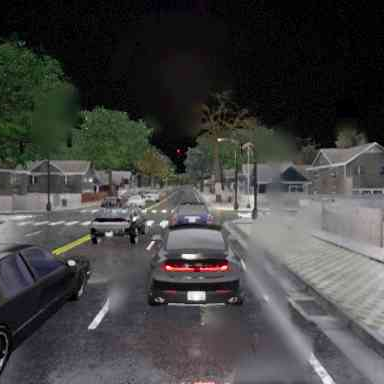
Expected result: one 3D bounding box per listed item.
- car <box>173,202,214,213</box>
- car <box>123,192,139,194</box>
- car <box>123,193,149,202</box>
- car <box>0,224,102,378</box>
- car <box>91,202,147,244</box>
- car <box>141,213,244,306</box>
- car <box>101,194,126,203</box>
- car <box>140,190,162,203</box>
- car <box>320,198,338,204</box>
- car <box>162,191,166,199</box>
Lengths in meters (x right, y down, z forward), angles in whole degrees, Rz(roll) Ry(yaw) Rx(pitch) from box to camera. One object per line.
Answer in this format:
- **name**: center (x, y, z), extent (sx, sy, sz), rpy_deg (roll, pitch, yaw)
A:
- **car**: center (0.073, 1.278, 17.052), extent (2.097, 1.767, 4.553), rpy_deg (0, 0, 2)
- **car**: center (-10.132, 0.930, 52.136), extent (2.097, 1.767, 4.553), rpy_deg (0, 1, 0)
- **car**: center (-6.822, 1.224, 41.030), extent (1.812, 1.442, 4.674), rpy_deg (0, 1, 0)
- **car**: center (-3.169, 1.537, 5.162), extent (2.033, 1.411, 5.357), rpy_deg (0, 0, -1)
- **car**: center (-3.236, 1.429, 15.396), extent (2.128, 1.511, 4.902), rpy_deg (0, 0, 0)
- **car**: center (0.063, 1.484, 7.987), extent (1.837, 1.490, 4.892), rpy_deg (0, 0, 0)
- **car**: center (-10.087, 1.252, 42.109), extent (1.994, 1.385, 4.181), rpy_deg (0, 1, 0)
- **car**: center (-6.893, 0.725, 56.675), extent (2.150, 2.045, 5.566), rpy_deg (0, 1, 0)
- **car**: center (12.417, 1.246, 30.852), extent (4.674, 1.442, 1.812), rpy_deg (0, 1, -3)
- **car**: center (-6.915, 0.503, 72.107), extent (2.097, 1.767, 4.553), rpy_deg (0, 1, 0)
